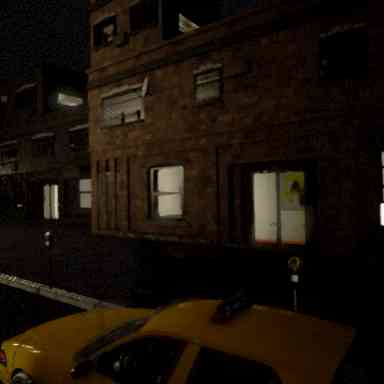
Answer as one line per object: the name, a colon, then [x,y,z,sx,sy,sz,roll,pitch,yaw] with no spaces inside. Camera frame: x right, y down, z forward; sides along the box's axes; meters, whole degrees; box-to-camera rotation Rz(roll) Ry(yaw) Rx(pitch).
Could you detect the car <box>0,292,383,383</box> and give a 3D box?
car: [0.106,1.540,2.812,4.829,1.417,1.752,-1,-1,36]
